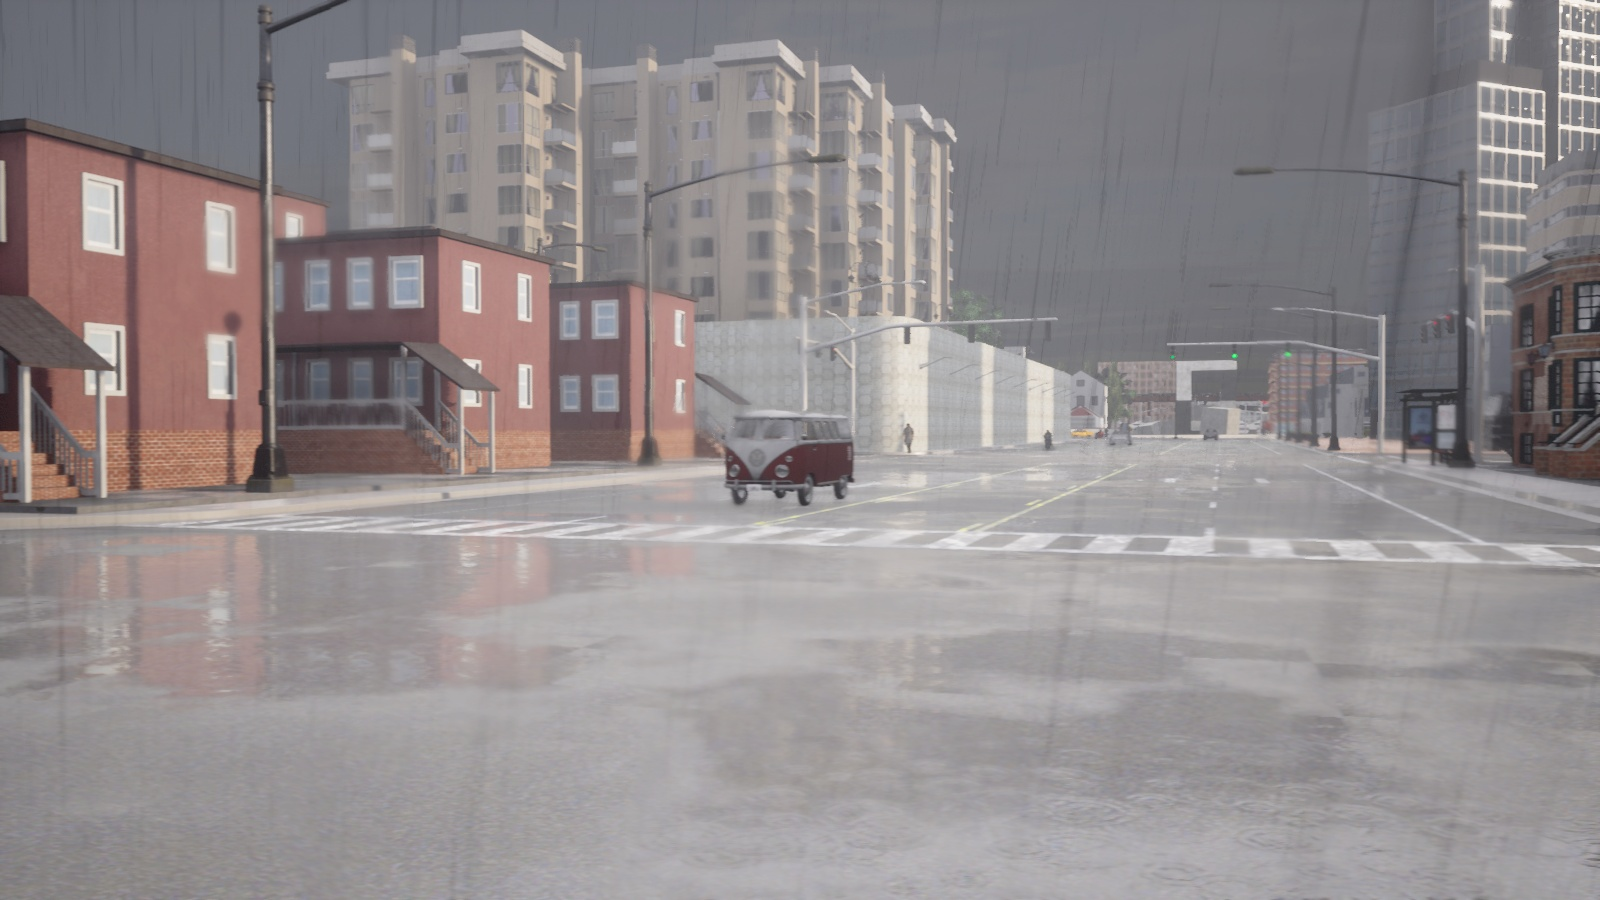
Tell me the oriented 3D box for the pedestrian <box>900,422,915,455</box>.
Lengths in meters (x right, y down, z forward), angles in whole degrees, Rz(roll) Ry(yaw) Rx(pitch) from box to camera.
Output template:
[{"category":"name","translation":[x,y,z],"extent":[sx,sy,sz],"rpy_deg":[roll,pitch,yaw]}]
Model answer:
[{"category":"pedestrian","translation":[6.454,-0.691,75.291],"extent":[0.659,1.952,0.873],"rpy_deg":[1,1,19]}]

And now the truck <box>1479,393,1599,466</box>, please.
[{"category":"truck","translation":[37.478,-0.983,60.494],"extent":[7.936,3.462,2.891],"rpy_deg":[1,1,18]}]

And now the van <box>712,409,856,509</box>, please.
[{"category":"van","translation":[-0.254,0.138,27.480],"extent":[1.775,1.987,4.442],"rpy_deg":[1,1,19]}]
